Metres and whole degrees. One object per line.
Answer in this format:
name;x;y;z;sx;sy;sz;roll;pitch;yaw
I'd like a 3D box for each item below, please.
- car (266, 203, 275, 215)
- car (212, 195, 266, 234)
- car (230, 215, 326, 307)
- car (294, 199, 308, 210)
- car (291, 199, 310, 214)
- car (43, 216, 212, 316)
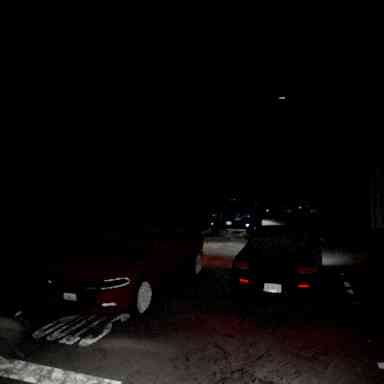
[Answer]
car;6.216;1.618;29.547;1.895;1.301;4.718;0;0;19
car;2.734;1.215;19.336;2.150;2.045;5.566;0;0;19
car;2.162;1.523;8.034;1.812;1.442;4.674;0;0;19
car;15.380;1.714;46.882;1.882;1.535;5.008;0;-1;19
car;12.204;1.670;37.380;1.994;1.385;4.181;0;-1;19
car;-1.200;1.475;7.886;1.882;1.535;5.008;0;0;20
